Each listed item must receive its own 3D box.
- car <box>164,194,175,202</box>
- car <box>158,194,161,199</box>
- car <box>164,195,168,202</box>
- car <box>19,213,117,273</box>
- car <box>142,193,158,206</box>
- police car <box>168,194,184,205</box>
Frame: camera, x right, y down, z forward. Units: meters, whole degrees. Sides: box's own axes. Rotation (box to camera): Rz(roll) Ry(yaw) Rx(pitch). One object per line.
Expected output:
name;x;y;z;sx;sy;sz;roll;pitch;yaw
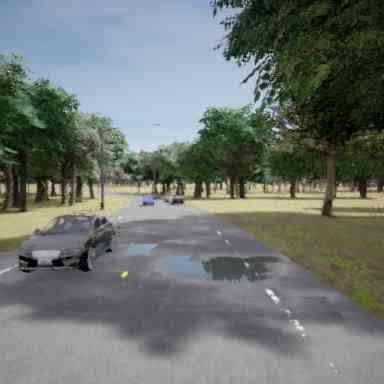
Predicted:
car;-4.746;1.275;70.023;1.812;1.442;4.674;-1;0;-10
car;-9.308;1.197;88.152;2.033;1.411;5.357;-1;0;-13
car;-3.779;1.129;64.029;2.097;1.767;4.553;-1;0;-9
car;-3.739;1.472;10.773;2.128;1.511;4.902;0;0;-1
car;-6.644;1.347;51.182;1.882;1.535;5.008;-1;0;-6
police car;-2.379;1.242;54.198;1.930;1.638;5.238;-1;0;-7
